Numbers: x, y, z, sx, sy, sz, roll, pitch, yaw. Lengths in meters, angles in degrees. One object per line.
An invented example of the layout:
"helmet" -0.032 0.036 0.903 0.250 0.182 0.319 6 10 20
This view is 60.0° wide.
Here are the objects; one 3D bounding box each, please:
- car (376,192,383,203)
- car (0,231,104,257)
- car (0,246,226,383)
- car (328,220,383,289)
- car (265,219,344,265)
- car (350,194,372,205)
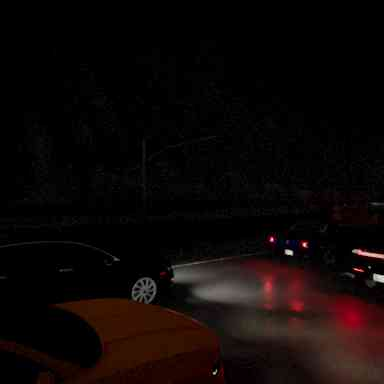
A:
"car" 35.928 0.948 60.865 5.566 2.045 2.150 0 0 -36
"car" -2.620 1.504 6.176 4.892 1.490 1.837 0 0 -36
"car" -1.969 1.477 2.320 5.008 1.535 1.882 0 0 -36
"car" 5.678 1.482 7.946 4.902 1.511 2.128 0 0 -36
"car" 4.818 1.590 11.652 4.718 1.301 1.895 0 0 -36
"car" 27.581 1.131 54.779 4.553 1.767 2.097 0 0 -36
